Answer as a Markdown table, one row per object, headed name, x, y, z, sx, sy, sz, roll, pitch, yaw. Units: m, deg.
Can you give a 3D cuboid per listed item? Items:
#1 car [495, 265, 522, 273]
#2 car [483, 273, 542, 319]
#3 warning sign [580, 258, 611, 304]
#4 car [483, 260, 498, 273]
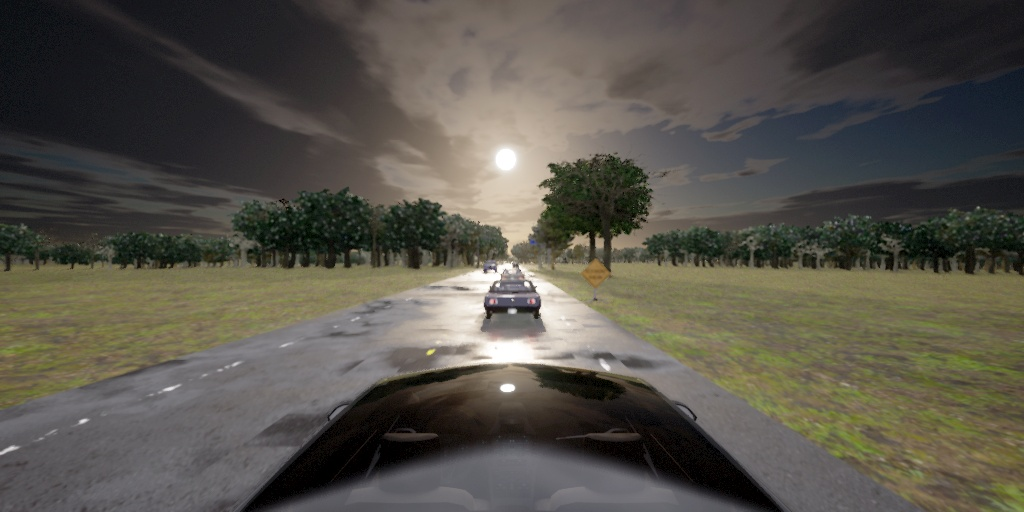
| name | x | y | z | sx | sy | sz | roll | pitch | yaw |
| --- | --- | --- | --- | --- | --- | --- | --- | --- | --- |
| car | 0.021 | 1.610 | 26.997 | 2.033 | 1.411 | 5.357 | 0 | -1 | 0 |
| car | 0.037 | 1.494 | 13.552 | 1.895 | 1.301 | 4.718 | 0 | -1 | 1 |
| warning sign | 3.550 | 1.030 | 15.325 | 1.300 | 1.860 | 1.060 | 0 | 0 | 0 |
| car | -3.545 | 1.752 | 59.730 | 2.150 | 2.045 | 5.566 | 0 | -1 | 1 |
